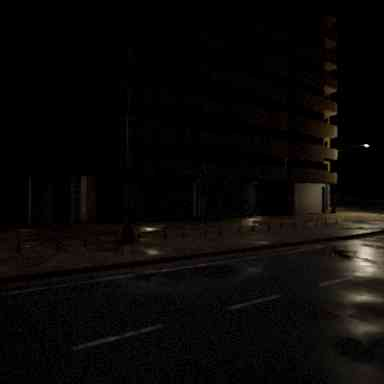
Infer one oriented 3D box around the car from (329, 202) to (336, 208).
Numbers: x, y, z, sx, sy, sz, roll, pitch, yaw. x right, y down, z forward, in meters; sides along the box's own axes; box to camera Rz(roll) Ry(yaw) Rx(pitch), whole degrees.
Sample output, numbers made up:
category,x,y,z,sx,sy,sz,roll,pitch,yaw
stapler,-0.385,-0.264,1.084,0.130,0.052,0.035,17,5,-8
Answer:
category,x,y,z,sx,sy,sz,roll,pitch,yaw
car,23.224,2.031,59.170,1.882,1.535,5.008,1,-1,-26
